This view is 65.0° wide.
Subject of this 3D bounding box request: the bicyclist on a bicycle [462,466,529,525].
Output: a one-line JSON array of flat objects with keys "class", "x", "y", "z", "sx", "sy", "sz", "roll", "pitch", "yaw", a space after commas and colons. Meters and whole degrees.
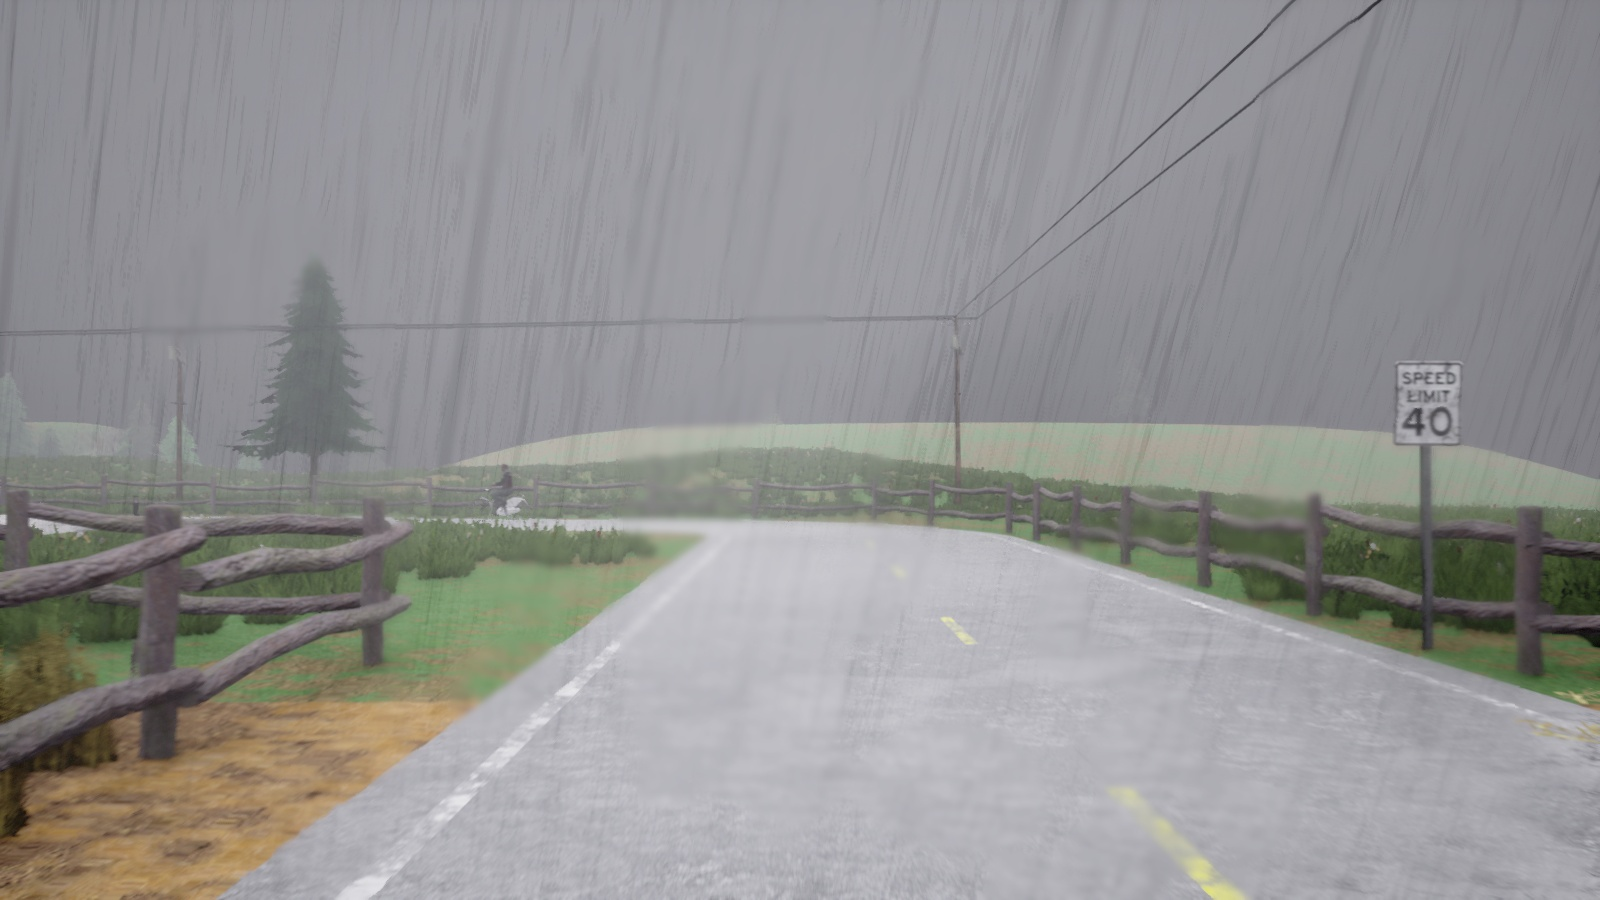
[{"class": "bicyclist on a bicycle", "x": -9.236, "y": 1.372, "z": 38.134, "sx": 1.843, "sy": 1.776, "sz": 0.659, "roll": 0, "pitch": -1, "yaw": 6}]
